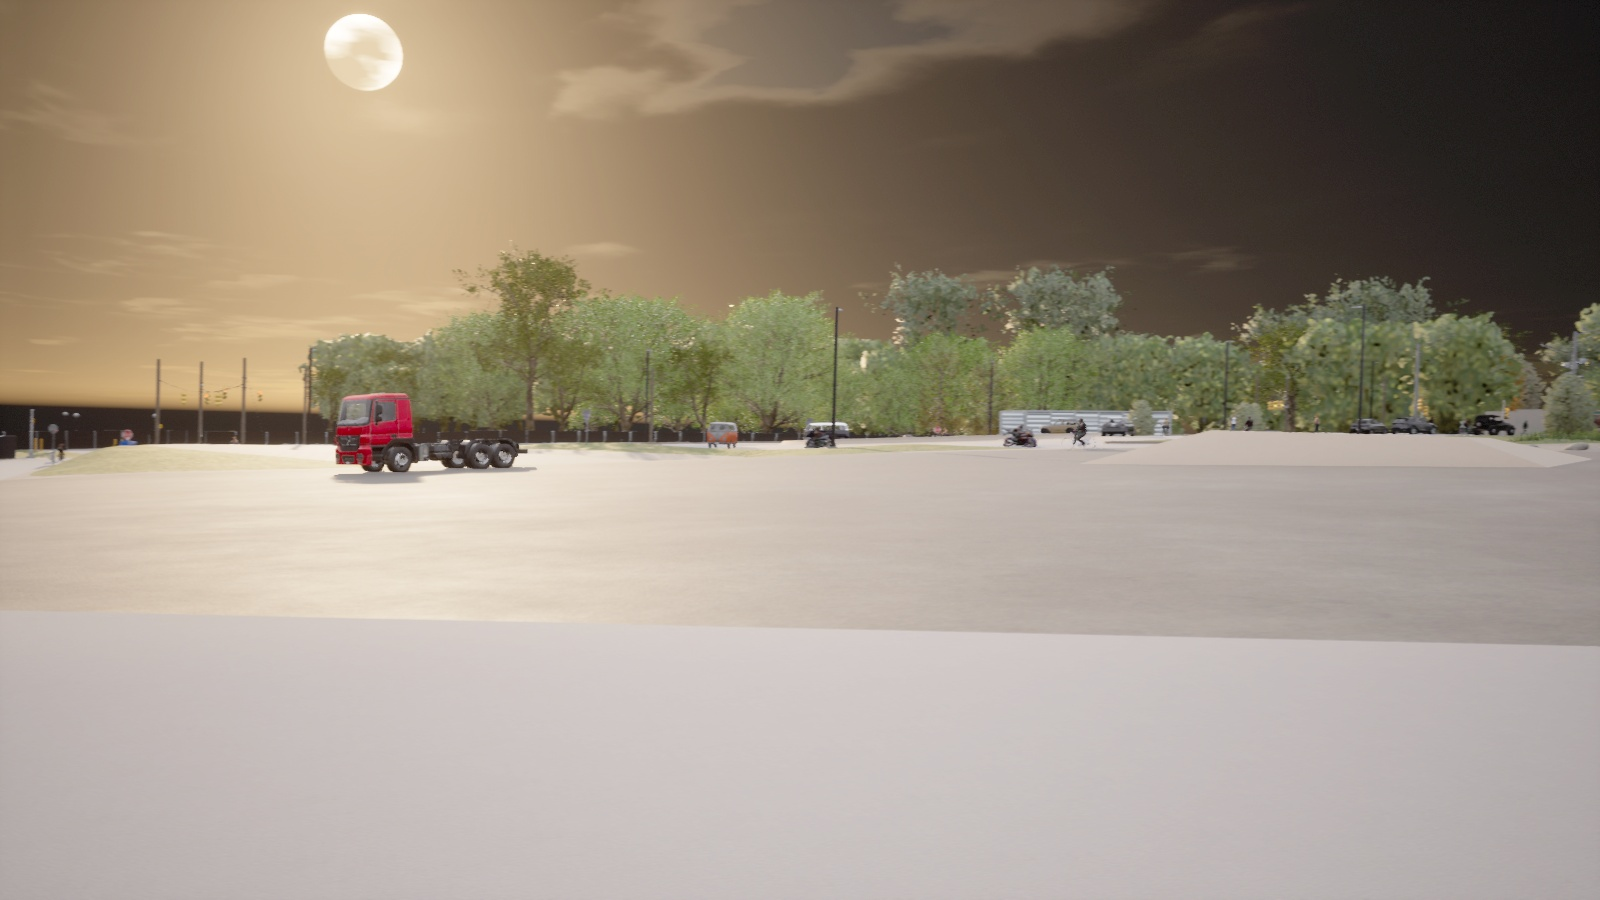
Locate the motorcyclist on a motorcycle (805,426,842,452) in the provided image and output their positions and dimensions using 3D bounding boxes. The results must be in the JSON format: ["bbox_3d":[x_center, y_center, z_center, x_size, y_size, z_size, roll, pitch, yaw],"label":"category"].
[{"bbox_3d":[1.559,-0.710,84.201,2.350,1.649,0.766,-2,-1,30],"label":"motorcyclist on a motorcycle"}]

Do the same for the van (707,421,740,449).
[{"bbox_3d":[-5.797,-1.166,95.322,1.775,1.987,4.442,2,1,6],"label":"van"}]

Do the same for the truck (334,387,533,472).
[{"bbox_3d":[-15.984,-0.941,55.236,7.936,3.462,2.891,-2,2,-45],"label":"truck"}]

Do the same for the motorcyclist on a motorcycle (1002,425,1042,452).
[{"bbox_3d":[13.807,-0.735,78.072,2.191,1.530,0.866,4,4,34],"label":"motorcyclist on a motorcycle"}]

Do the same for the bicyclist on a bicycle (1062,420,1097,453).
[{"bbox_3d":[15.217,-0.744,68.513,1.843,1.776,0.659,0,3,12],"label":"bicyclist on a bicycle"}]

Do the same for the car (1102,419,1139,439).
[{"bbox_3d":[24.529,-1.622,96.114,1.970,1.475,3.806,1,1,27],"label":"car"}]
